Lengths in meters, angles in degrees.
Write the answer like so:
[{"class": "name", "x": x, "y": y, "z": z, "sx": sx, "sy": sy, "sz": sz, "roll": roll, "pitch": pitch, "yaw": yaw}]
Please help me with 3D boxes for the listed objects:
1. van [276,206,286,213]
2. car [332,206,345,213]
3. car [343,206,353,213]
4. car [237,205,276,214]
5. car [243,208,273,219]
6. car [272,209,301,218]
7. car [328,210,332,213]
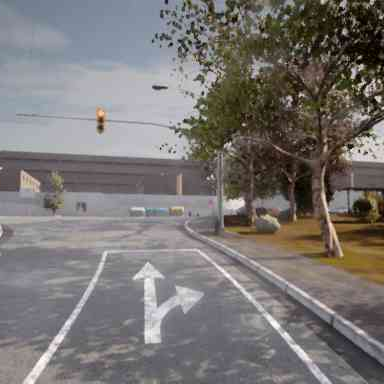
[{"class": "van", "x": 14.696, "y": 3.718, "z": 60.875, "sx": 1.878, "sy": 1.987, "sz": 4.442, "roll": 4, "pitch": -8, "yaw": -36}, {"class": "car", "x": 26.113, "y": 4.105, "z": 64.180, "sx": 2.097, "sy": 1.535, "sz": 5.008, "roll": 4, "pitch": -8, "yaw": -36}, {"class": "car", "x": 28.958, "y": 3.898, "z": 65.029, "sx": 2.435, "sy": 2.045, "sz": 5.566, "roll": 3, "pitch": -7, "yaw": -36}, {"class": "car", "x": 7.765, "y": 2.309, "z": 41.511, "sx": 4.181, "sy": 1.385, "sz": 1.994, "roll": 0, "pitch": -5, "yaw": -16}, {"class": "car", "x": 11.869, "y": 3.897, "z": 59.989, "sx": 1.946, "sy": 1.575, "sz": 5.366, "roll": 4, "pitch": -8, "yaw": -36}, {"class": "car", "x": 17.481, "y": 4.022, "z": 61.770, "sx": 2.163, "sy": 1.488, "sz": 4.792, "roll": 3, "pitch": -7, "yaw": -36}, {"class": "car", "x": 23.243, "y": 4.065, "z": 63.360, "sx": 2.231, "sy": 1.521, "sz": 4.892, "roll": 3, "pitch": -7, "yaw": -36}]
